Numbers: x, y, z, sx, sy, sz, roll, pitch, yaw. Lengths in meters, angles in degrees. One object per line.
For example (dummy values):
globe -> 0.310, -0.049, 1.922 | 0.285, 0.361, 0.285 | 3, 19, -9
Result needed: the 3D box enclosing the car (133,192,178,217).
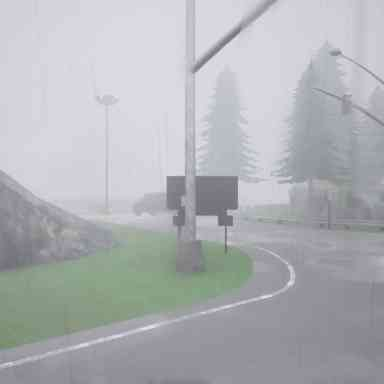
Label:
car -> -3.280, 1.110, 29.424 | 2.150, 2.045, 5.566 | 0, -3, -34
